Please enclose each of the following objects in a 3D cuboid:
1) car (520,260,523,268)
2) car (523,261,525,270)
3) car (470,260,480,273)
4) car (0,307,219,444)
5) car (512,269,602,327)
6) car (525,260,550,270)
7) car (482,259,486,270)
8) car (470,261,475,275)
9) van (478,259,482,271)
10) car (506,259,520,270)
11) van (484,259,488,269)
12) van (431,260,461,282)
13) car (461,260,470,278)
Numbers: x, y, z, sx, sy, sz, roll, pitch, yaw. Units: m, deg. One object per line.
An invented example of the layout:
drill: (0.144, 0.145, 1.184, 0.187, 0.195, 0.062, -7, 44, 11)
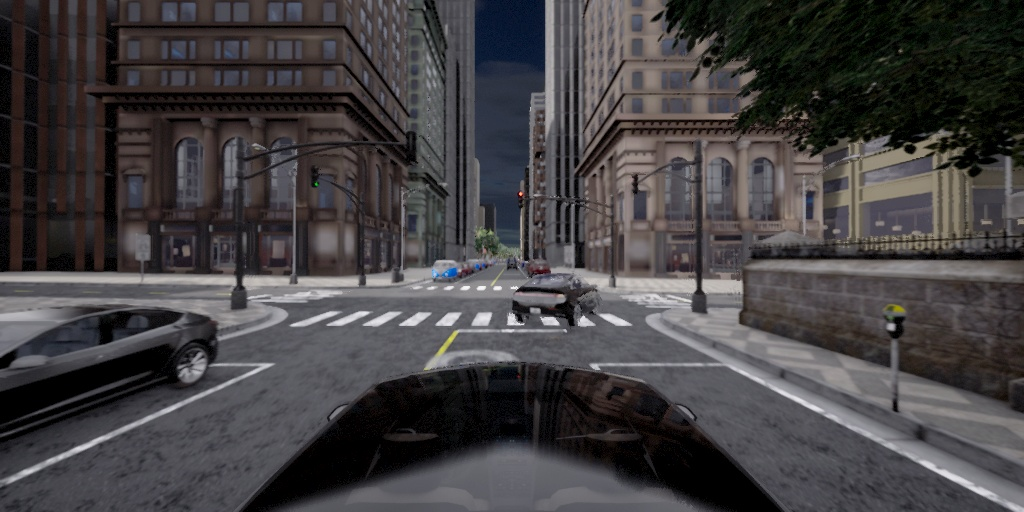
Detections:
car: (2.768, 1.675, 58.128, 2.007, 1.370, 4.403, 0, 0, 0)
car: (2.766, 1.321, 41.806, 2.192, 1.841, 5.009, 0, 0, 0)
car: (-5.759, 1.611, 47.239, 1.948, 1.339, 4.313, 0, 0, 0)
car: (-5.763, 1.330, 4.260, 1.948, 1.339, 4.313, 0, 0, 0)
car: (1.654, 1.325, 11.967, 2.128, 1.511, 4.902, 0, -1, 25)
car: (2.766, 1.283, 36.365, 2.192, 1.841, 5.009, 0, 0, 0)
car: (-5.758, 1.669, 58.122, 1.888, 1.381, 4.507, 0, 0, 0)
car: (-5.759, 1.552, 41.798, 1.888, 1.381, 4.507, 0, 0, 0)
van: (-5.758, 1.426, 52.681, 1.690, 1.789, 3.998, 0, 0, 0)
car: (0.051, 1.649, 60.819, 1.837, 1.490, 4.892, 0, 0, 1)
van: (-5.757, 1.504, 63.563, 1.690, 1.789, 3.998, 0, 0, 0)
van: (-5.760, 1.272, 30.917, 1.690, 1.789, 3.998, 0, 0, 0)
car: (-5.760, 1.408, 36.357, 1.967, 1.591, 4.097, 0, 0, 0)
